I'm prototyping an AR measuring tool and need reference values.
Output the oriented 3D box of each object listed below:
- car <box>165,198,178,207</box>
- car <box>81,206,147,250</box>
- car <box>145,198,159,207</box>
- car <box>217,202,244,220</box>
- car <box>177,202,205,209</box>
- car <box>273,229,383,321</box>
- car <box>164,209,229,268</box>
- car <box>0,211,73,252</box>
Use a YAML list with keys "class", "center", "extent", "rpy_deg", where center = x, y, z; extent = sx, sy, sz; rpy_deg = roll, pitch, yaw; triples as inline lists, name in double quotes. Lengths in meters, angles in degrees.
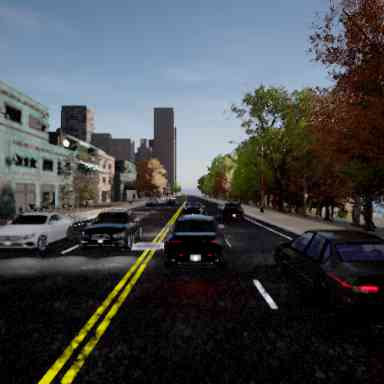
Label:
- class: "car"
  center: [-3.320, 1.779, 56.033]
  extent: [1.994, 1.385, 4.181]
  rpy_deg: [0, 0, 0]
- class: "car"
  center: [-3.353, 1.562, 14.608]
  extent: [1.837, 1.490, 4.892]
  rpy_deg: [0, 0, 0]
- class: "car"
  center: [-6.565, 1.762, 55.705]
  extent: [2.033, 1.411, 5.357]
  rpy_deg: [0, 0, 1]
- class: "car"
  center: [3.344, 1.617, 28.835]
  extent: [1.837, 1.490, 4.892]
  rpy_deg: [0, 0, 0]
- class: "car"
  center: [0.094, 1.603, 28.711]
  extent: [2.128, 1.511, 4.902]
  rpy_deg: [0, 0, 0]
- class: "car"
  center: [3.350, 1.578, 7.659]
  extent: [2.033, 1.411, 5.357]
  rpy_deg: [0, 0, 0]
- class: "car"
  center: [0.098, 1.550, 11.475]
  extent: [1.837, 1.490, 4.892]
  rpy_deg: [0, 0, 0]
- class: "car"
  center: [-6.603, 1.581, 14.246]
  extent: [1.812, 1.442, 4.674]
  rpy_deg: [0, 0, 0]
